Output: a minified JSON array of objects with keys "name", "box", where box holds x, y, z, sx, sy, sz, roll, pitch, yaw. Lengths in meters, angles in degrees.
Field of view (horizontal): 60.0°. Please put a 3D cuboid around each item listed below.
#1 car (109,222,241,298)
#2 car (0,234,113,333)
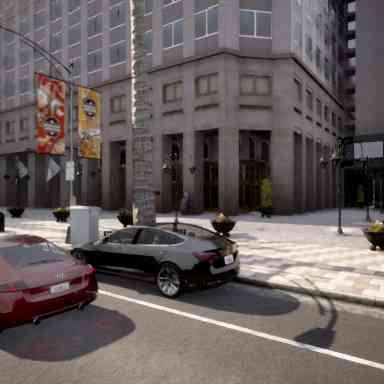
[{"name":"car","box":[-1.109,1.513,8.579,4.786,1.482,2.161,0,0,35]},{"name":"car","box":[-3.823,1.564,6.714,4.181,1.385,1.994,0,0,36]}]
